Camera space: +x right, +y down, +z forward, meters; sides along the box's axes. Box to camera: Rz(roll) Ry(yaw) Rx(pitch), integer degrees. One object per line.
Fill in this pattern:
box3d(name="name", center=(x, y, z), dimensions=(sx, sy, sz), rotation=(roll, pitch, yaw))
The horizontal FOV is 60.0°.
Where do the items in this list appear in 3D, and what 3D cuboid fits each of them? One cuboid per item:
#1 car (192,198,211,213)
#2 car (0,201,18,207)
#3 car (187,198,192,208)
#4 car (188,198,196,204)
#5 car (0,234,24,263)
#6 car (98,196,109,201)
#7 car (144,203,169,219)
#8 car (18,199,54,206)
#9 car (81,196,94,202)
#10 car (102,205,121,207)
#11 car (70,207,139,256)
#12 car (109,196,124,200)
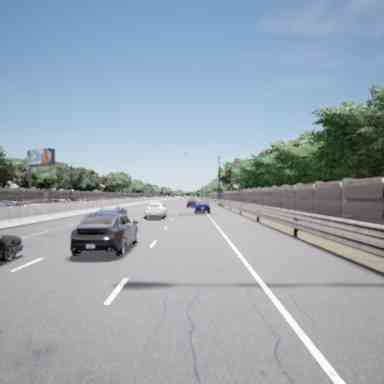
box3d(name="car", center=(1.248, 1.772, 40.674), dimensions=(1.882, 1.535, 5.008), rotation=(0, 0, 0))
box3d(name="car", center=(-21.063, 1.760, 37.551), dimensions=(2.128, 1.511, 4.902), rotation=(0, 0, 0))
box3d(name="car", center=(0.032, 1.924, 57.940), dimensions=(1.882, 1.535, 5.008), rotation=(0, -1, 0))
box3d(name="car", center=(0.044, 2.067, 80.146), dimensions=(1.812, 1.442, 4.674), rotation=(0, -1, 0))
box3d(name="car", center=(-6.889, 1.607, 9.327), dimensions=(2.033, 1.411, 5.357), rotation=(0, 0, 0))
box3d(name="car", center=(-20.956, 1.630, 79.014), dimensions=(2.097, 1.767, 4.553), rotation=(0, -1, 0))
box3d(name="car", center=(-3.383, 1.746, 31.646), dimensions=(1.812, 1.442, 4.674), rotation=(0, 0, 0))
box3d(name="car", center=(-17.567, 1.627, 38.348), dimensions=(2.097, 1.767, 4.553), rotation=(0, 0, 0))
box3d(name="car", center=(-24.457, 1.697, 77.607), dimensions=(2.097, 1.767, 4.553), rotation=(0, -1, 0))
box3d(name="car", center=(-6.884, 1.800, 28.951), dimensions=(1.895, 1.301, 4.718), rotation=(0, 0, 0))
box3d(name="car", center=(-3.393, 1.592, 13.555), dimensions=(1.837, 1.490, 4.892), rotation=(0, 0, 0))
box3d(name="car", center=(-17.457, 1.630, 79.012), dimensions=(2.097, 1.767, 4.553), rotation=(0, -1, 0))
